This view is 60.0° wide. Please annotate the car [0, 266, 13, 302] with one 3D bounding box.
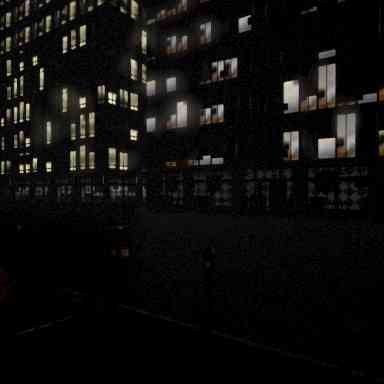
[{"bbox_3d":[-5.549,1.526,6.846,4.829,1.417,1.752,0,0,36],"label":"car"}]
